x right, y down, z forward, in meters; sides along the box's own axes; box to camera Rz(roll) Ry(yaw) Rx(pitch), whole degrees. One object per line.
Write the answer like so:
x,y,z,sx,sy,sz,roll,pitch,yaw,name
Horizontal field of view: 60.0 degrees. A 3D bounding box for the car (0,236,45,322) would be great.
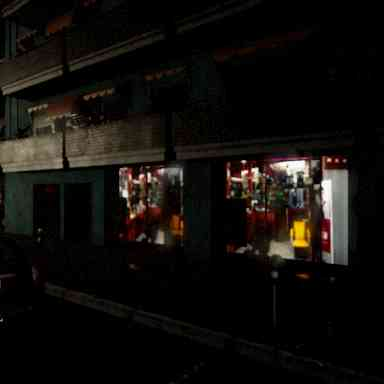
-4.584,1.454,6.155,4.097,1.590,1.967,0,0,36,car
